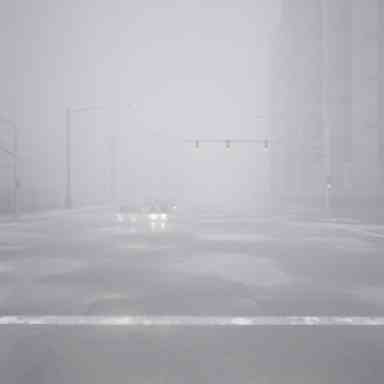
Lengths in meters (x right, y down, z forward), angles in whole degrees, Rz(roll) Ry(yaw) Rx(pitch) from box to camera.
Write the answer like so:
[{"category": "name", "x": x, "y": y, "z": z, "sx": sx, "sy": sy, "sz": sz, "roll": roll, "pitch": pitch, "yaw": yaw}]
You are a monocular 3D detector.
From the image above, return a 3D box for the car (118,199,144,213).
[{"category": "car", "x": -7.196, "y": 1.641, "z": 38.566, "sx": 1.812, "sy": 1.442, "sz": 4.674, "roll": 0, "pitch": 0, "yaw": 0}]

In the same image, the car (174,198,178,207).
[{"category": "car", "x": -3.391, "y": 1.671, "z": 55.586, "sx": 1.837, "sy": 1.490, "sz": 4.892, "roll": 0, "pitch": 0, "yaw": 1}]

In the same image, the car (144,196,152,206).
[{"category": "car", "x": -6.929, "y": 1.512, "z": 53.990, "sx": 2.097, "sy": 1.767, "sz": 4.553, "roll": 0, "pitch": 0, "yaw": 1}]

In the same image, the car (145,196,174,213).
[{"category": "car", "x": -3.697, "y": 1.606, "z": 38.662, "sx": 2.128, "sy": 1.511, "sz": 4.902, "roll": 0, "pitch": 0, "yaw": 1}]

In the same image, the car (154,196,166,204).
[{"category": "car", "x": -6.624, "y": 1.579, "z": 68.963, "sx": 1.882, "sy": 1.535, "sz": 5.008, "roll": 0, "pitch": 0, "yaw": 1}]
